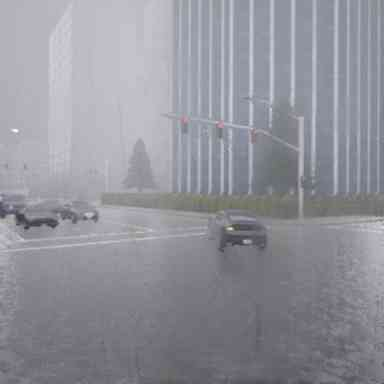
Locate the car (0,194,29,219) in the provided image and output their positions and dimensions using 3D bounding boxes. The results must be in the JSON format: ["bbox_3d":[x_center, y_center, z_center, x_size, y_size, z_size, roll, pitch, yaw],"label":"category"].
[{"bbox_3d":[-16.150,1.213,29.993,2.150,2.045,5.566,0,0,-36],"label":"car"}]

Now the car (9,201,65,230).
[{"bbox_3d":[-10.226,1.559,21.703,2.033,1.411,5.357,0,0,-36],"label":"car"}]

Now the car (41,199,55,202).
[{"bbox_3d":[-14.136,1.508,33.197,1.837,1.490,4.892,0,0,-35],"label":"car"}]

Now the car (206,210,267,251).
[{"bbox_3d":[1.808,1.540,14.368,1.837,1.490,4.892,2,0,-5],"label":"car"}]

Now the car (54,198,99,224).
[{"bbox_3d":[-8.662,1.513,25.534,2.128,1.511,4.902,0,0,-36],"label":"car"}]
